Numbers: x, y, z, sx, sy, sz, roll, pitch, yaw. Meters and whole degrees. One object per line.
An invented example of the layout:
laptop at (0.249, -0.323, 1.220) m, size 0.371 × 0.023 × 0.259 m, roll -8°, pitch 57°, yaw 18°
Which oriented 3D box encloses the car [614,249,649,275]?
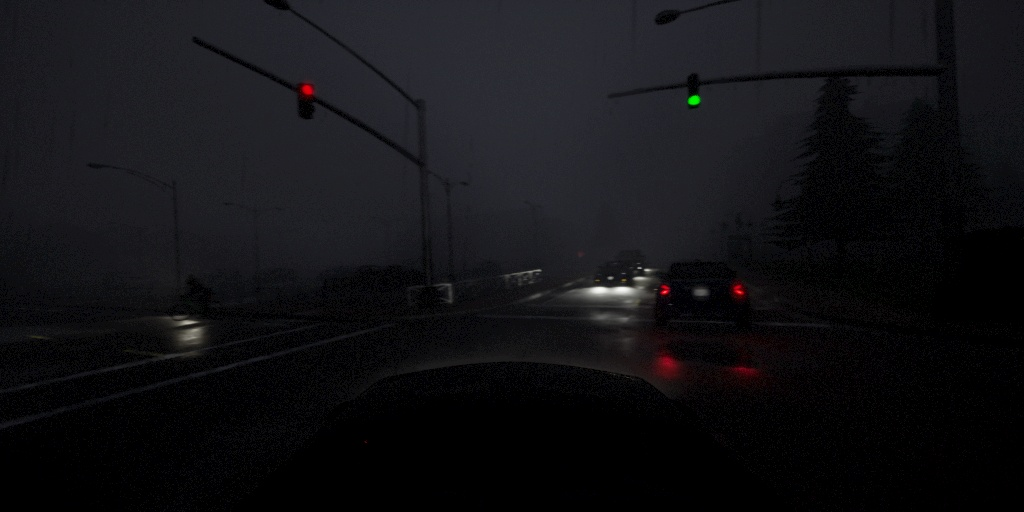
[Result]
car at (10.029, 0.465, 30.381) m, size 2.150 × 2.045 × 5.566 m, roll -3°, pitch 0°, yaw 24°

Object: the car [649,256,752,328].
car at (5.346, 0.845, 10.472) m, size 2.097 × 1.767 × 4.553 m, roll -3°, pitch 0°, yaw 24°

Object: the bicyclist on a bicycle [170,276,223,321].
bicyclist on a bicycle at (-12.744, 1.745, 14.488) m, size 0.582 × 1.620 × 1.656 m, roll -2°, pitch 0°, yaw 37°

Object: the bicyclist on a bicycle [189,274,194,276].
bicyclist on a bicycle at (-16.120, 1.735, 18.192) m, size 0.582 × 1.620 × 1.656 m, roll -3°, pitch 0°, yaw -9°

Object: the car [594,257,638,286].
car at (6.249, 0.994, 21.726) m, size 1.994 × 1.385 × 4.181 m, roll -3°, pitch 0°, yaw 24°
